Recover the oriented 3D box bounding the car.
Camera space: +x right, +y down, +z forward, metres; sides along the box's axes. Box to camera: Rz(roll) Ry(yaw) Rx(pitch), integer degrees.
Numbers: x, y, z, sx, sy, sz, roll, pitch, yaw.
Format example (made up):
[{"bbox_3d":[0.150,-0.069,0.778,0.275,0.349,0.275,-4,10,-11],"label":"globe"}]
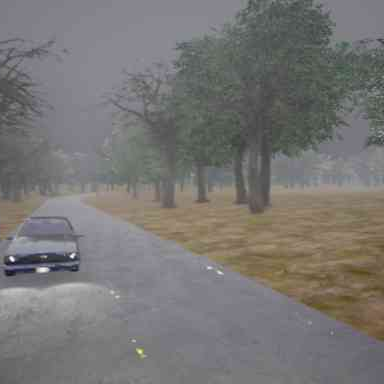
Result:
[{"bbox_3d":[-4.580,1.490,10.523,2.033,1.411,5.357,1,0,-22],"label":"car"}]
